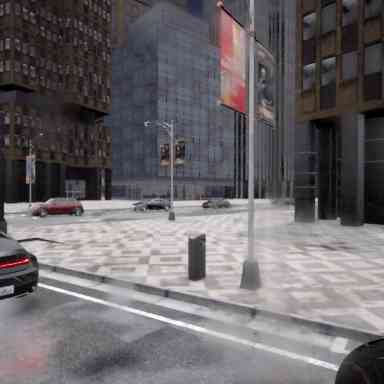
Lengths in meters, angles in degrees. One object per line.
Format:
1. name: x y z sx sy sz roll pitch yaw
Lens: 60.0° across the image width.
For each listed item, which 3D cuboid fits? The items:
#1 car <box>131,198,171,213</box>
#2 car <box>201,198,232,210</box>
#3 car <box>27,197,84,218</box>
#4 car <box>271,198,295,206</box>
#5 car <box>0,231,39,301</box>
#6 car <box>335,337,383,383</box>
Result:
1. car: -4.347 1.438 36.450 4.902 1.511 2.128 0 0 -41
2. car: 3.174 1.518 43.035 4.181 1.385 1.994 0 0 -41
3. car: -12.093 1.292 29.653 4.553 1.767 2.097 0 0 -41
4. car: 14.865 1.589 53.178 5.357 1.411 2.033 0 0 -41
5. car: -5.309 1.503 7.241 4.892 1.490 1.837 0 0 34
6. car: 3.244 1.478 1.342 5.008 1.535 1.882 0 0 36
